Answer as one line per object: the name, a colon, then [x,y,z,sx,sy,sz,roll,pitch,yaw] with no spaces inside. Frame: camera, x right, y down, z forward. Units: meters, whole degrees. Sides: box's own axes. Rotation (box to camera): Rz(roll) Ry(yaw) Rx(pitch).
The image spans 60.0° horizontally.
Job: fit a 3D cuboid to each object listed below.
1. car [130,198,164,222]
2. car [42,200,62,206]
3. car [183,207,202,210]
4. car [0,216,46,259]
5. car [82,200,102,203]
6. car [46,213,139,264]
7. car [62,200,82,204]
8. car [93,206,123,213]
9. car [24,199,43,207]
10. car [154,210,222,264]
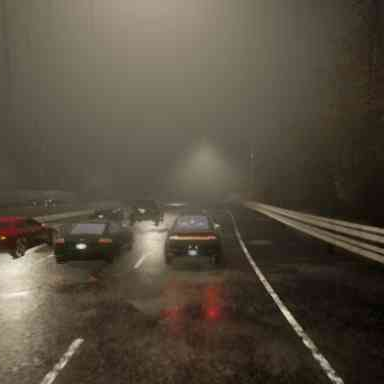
car: [-3.471,1.501,26.179,2.150,2.045,5.566,0,0,0]
car: [-24.534,2.166,59.943,1.837,1.490,4.892,0,0,1]
car: [0.033,1.885,26.731,1.895,1.301,4.718,0,-1,0]
car: [-6.953,1.662,13.039,1.812,1.442,4.674,0,0,0]
car: [-17.544,2.161,60.255,2.128,1.511,4.902,0,-1,1]
car: [-3.455,1.695,12.430,1.994,1.385,4.181,0,-1,0]
car: [-21.029,2.212,60.019,2.033,1.411,5.357,0,-1,0]
car: [-6.961,1.857,27.551,1.994,1.385,4.181,0,0,1]
car: [-28.036,2.012,59.546,2.097,1.767,4.553,0,-1,1]
car: [0.043,1.621,12.324,2.128,1.511,4.902,0,-1,0]
